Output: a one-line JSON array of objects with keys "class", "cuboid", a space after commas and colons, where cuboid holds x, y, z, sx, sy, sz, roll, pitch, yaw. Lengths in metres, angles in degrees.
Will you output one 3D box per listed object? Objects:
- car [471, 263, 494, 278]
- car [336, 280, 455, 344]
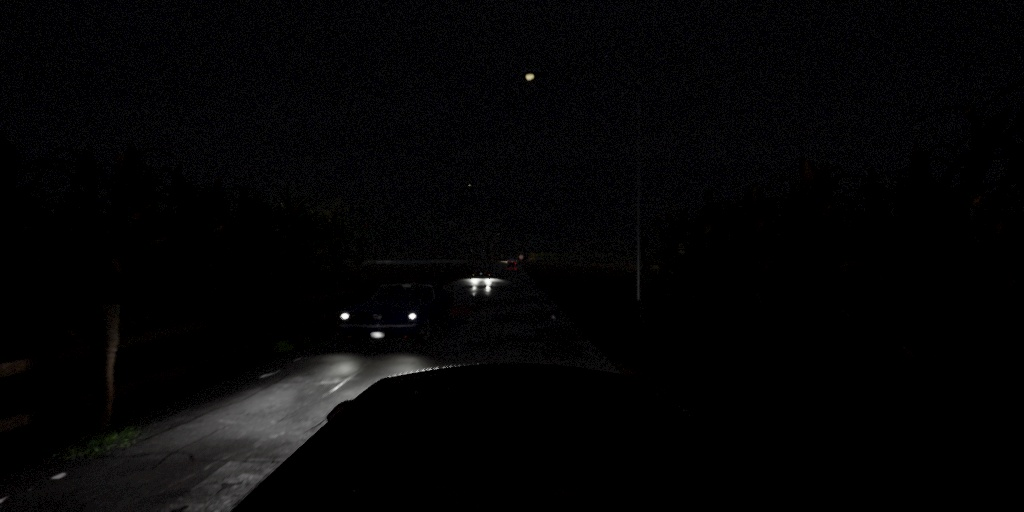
[{"class": "car", "cuboid": [-2.770, 1.400, 34.303, 1.994, 1.385, 4.181, 0, 0, 0]}, {"class": "car", "cuboid": [-2.842, 1.373, 9.810, 1.895, 1.301, 4.718, 0, 0, 0]}]
